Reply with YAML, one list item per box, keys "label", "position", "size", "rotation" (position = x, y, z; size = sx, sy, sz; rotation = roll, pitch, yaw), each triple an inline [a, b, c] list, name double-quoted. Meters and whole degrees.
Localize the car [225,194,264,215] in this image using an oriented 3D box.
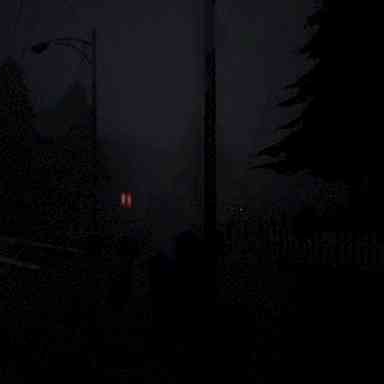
- label: "car"
  position: [5.621, 1.277, 35.144]
  size: [2.150, 2.045, 5.566]
  rotation: [0, 0, 37]
